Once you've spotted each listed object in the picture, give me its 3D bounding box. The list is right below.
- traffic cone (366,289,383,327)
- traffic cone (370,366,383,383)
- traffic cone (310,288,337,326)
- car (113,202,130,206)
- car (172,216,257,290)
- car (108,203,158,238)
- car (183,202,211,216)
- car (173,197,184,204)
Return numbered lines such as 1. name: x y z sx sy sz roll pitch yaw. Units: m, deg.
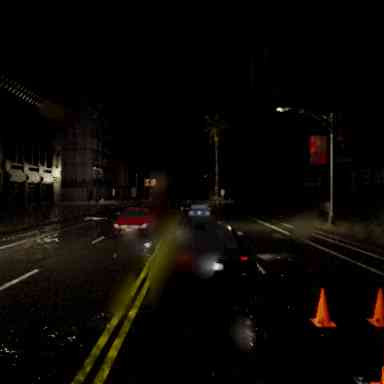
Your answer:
1. traffic cone: 3.266 1.970 5.756 0.340 0.580 0.340 0 0 0
2. traffic cone: 2.262 1.965 3.758 0.340 0.580 0.340 0 0 0
3. traffic cone: 2.266 1.969 5.758 0.340 0.580 0.340 0 0 0
4. car: -6.144 1.619 29.976 1.994 1.385 4.181 0 0 0
5. car: 0.507 1.582 9.165 1.994 1.385 4.181 0 0 0
6. car: -2.926 1.558 17.886 1.812 1.442 4.674 0 0 0
7. car: 0.547 1.603 26.919 2.033 1.411 5.357 0 0 0
8. car: -2.706 1.712 67.509 1.812 1.442 4.674 0 0 0
